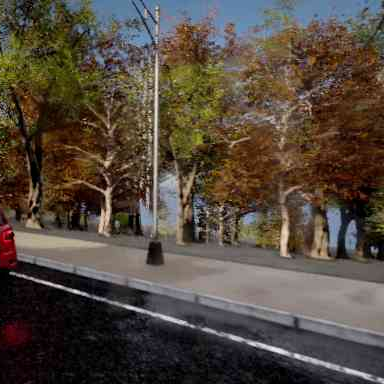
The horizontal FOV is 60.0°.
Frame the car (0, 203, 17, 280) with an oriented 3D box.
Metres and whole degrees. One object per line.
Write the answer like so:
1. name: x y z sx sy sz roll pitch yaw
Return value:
1. car: -6.663 1.174 8.440 5.566 2.045 2.150 0 0 36
